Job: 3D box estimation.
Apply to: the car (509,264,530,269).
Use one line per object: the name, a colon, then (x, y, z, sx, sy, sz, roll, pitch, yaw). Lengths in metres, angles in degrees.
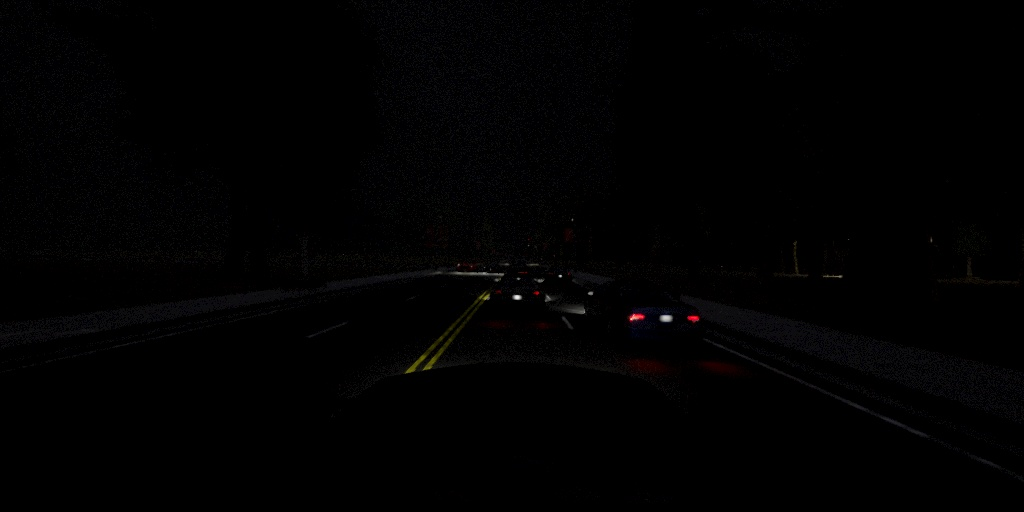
car: (0.501, 1.384, 29.111, 1.837, 1.490, 4.892, 1, 0, 1)

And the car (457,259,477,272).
car: (-5.810, 1.190, 46.720, 2.097, 1.767, 4.553, 1, 0, 1)

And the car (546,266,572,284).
car: (3.760, 1.508, 29.511, 1.994, 1.385, 4.181, 1, 0, 1)

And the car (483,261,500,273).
car: (-2.575, 1.408, 46.270, 1.837, 1.490, 4.892, 1, -1, 1)

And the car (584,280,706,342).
car: (3.373, 1.401, 10.204, 2.033, 1.411, 5.357, 1, 0, 2)

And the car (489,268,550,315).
car: (0.221, 1.370, 14.053, 1.994, 1.385, 4.181, 1, 0, 1)
